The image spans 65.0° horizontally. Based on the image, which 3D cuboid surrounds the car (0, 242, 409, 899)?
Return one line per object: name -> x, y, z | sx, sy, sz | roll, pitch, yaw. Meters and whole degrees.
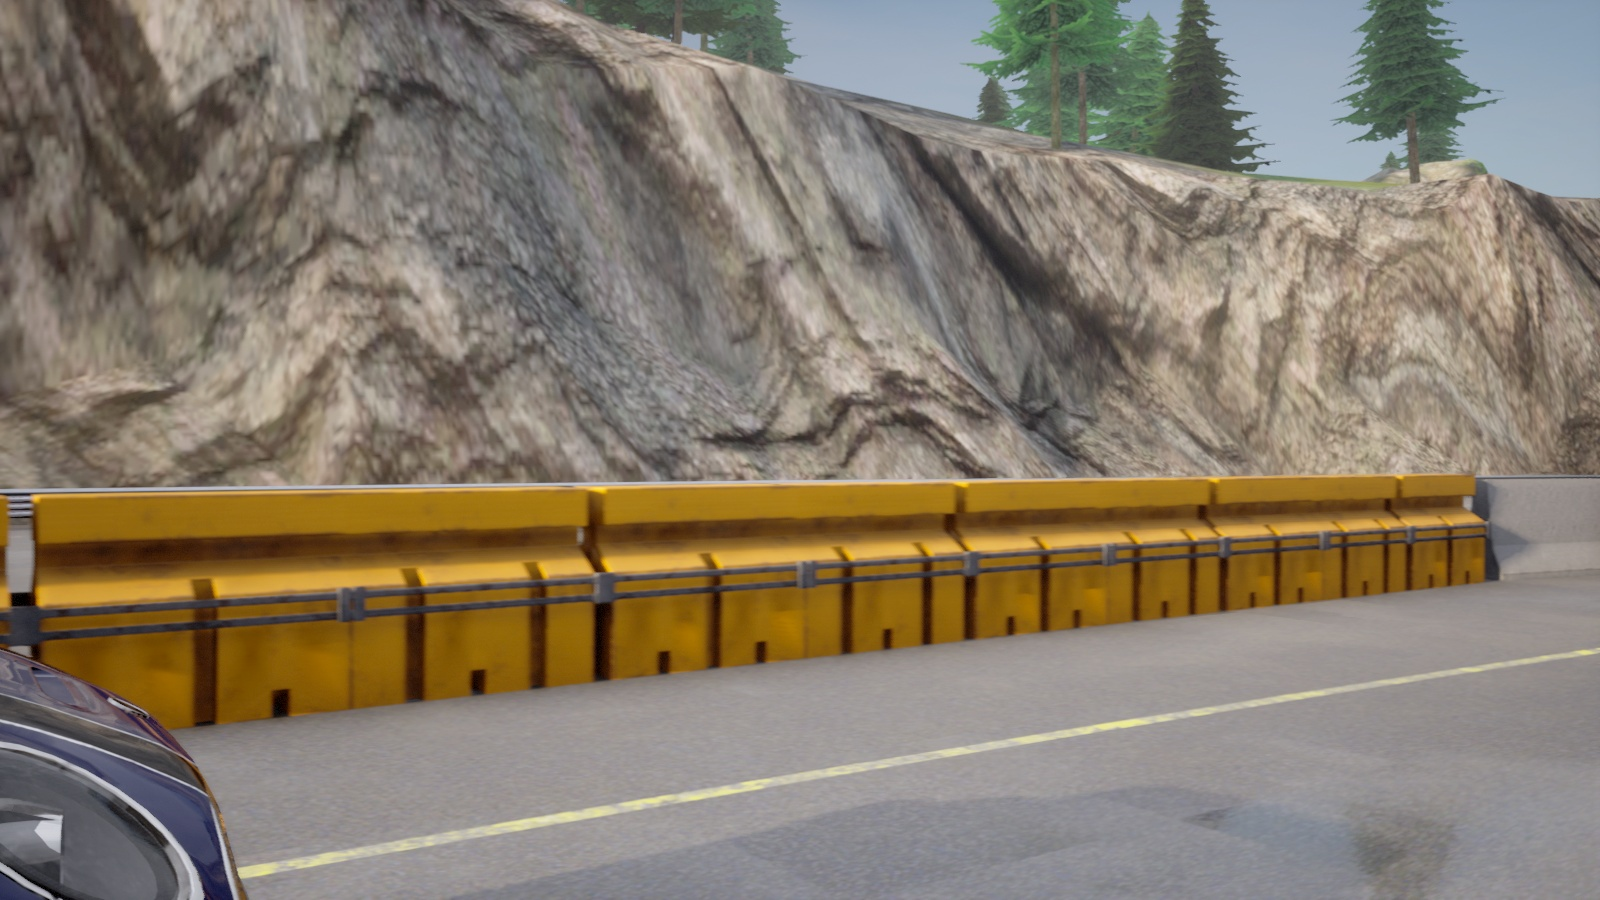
car -> -3.079, 0.612, 1.517 | 4.553, 1.767, 2.097 | 0, 0, -35
